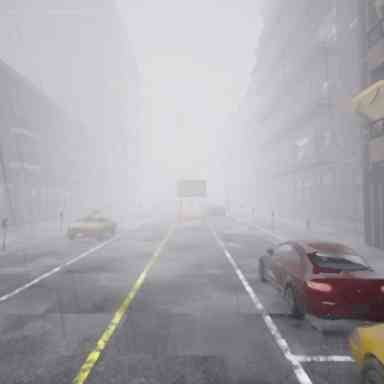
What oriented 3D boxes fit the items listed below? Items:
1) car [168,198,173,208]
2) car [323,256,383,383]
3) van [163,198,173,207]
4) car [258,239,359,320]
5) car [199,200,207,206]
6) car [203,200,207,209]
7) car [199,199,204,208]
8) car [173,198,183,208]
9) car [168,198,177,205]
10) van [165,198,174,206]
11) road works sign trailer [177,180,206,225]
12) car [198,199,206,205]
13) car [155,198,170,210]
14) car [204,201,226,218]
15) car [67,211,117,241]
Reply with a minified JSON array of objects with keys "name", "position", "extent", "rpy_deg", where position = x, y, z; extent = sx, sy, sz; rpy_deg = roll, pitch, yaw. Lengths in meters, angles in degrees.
[{"name":"car","position":[-5.298,2.123,62.544],"extent":[2.192,1.841,5.009],"rpy_deg":[2,-1,0]},{"name":"car","position":[2.586,1.548,1.821],"extent":[1.752,1.417,4.829],"rpy_deg":[2,-1,0]},{"name":"van","position":[-5.301,2.310,73.601],"extent":[1.690,1.788,3.998],"rpy_deg":[2,-1,0]},{"name":"car","position":[2.583,1.666,7.180],"extent":[1.802,1.307,4.206],"rpy_deg":[1,-1,0]},{"name":"car","position":[2.573,2.598,79.069],"extent":[1.887,1.381,4.507],"rpy_deg":[1,-1,0]},{"name":"car","position":[2.579,2.025,40.529],"extent":[1.752,1.417,4.829],"rpy_deg":[1,-1,0]},{"name":"car","position":[2.576,2.273,56.948],"extent":[1.887,1.381,4.507],"rpy_deg":[1,-1,0]},{"name":"car","position":[-2.783,2.341,64.680],"extent":[1.837,1.490,4.892],"rpy_deg":[0,-1,1]},{"name":"car","position":[-5.303,2.543,90.193],"extent":[2.192,1.841,5.009],"rpy_deg":[1,-1,0]},{"name":"van","position":[-5.302,2.395,79.133],"extent":[1.690,1.788,3.998],"rpy_deg":[1,-1,0]},{"name":"road works sign trailer","position":[-0.014,0.794,27.528],"extent":[2.380,3.560,2.880],"rpy_deg":[0,-1,0]},{"name":"car","position":[2.581,2.667,90.131],"extent":[1.967,1.590,4.097],"rpy_deg":[1,-1,0]},{"name":"car","position":[-5.303,2.252,56.840],"extent":[1.752,1.417,4.829],"rpy_deg":[2,-1,0]},{"name":"car","position":[2.580,1.969,34.828],"extent":[1.887,1.381,4.507],"rpy_deg":[1,-1,0]},{"name":"car","position":[-5.296,1.739,18.136],"extent":[1.752,1.417,4.829],"rpy_deg":[2,-1,0]}]
